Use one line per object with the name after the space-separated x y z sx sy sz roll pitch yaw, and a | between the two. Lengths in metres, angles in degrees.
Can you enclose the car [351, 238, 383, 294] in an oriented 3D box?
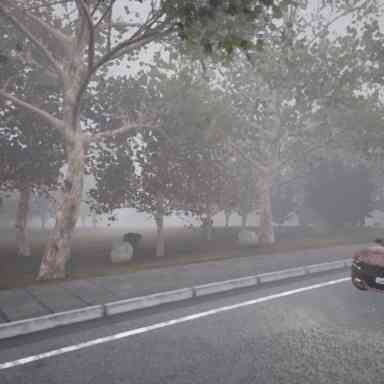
5.913 1.613 8.256 5.008 1.535 1.882 2 -1 -36 | car
